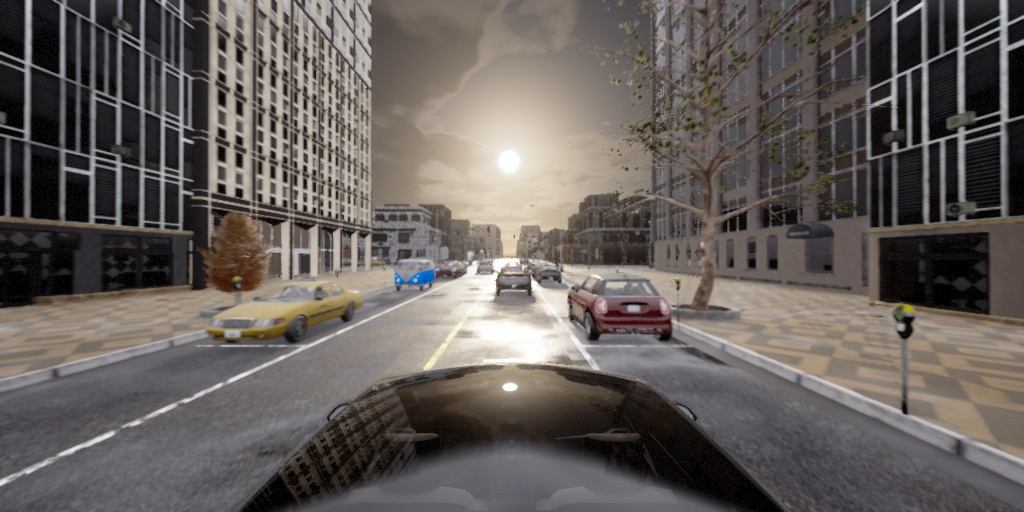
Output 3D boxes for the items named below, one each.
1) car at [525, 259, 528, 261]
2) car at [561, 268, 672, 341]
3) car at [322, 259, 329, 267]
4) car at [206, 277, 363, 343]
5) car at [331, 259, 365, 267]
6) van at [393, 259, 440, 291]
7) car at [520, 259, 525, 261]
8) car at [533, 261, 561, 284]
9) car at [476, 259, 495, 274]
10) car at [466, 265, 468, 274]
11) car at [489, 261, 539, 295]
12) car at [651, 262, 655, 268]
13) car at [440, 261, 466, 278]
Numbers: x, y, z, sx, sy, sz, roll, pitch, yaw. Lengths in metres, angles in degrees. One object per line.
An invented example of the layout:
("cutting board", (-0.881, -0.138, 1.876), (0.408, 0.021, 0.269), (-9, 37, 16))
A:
("car", (2.684, 1.275, 44.020), (2.007, 1.370, 4.403), (0, 0, 0))
("car", (2.689, 1.185, 9.868), (1.967, 1.591, 4.097), (0, 0, 0))
("car", (-30.961, 0.881, 56.503), (5.009, 1.841, 2.192), (0, 0, 1))
("car", (-5.692, 1.271, 9.713), (1.751, 1.417, 4.829), (0, 0, 0))
("car", (-25.424, 1.140, 56.419), (4.403, 1.370, 2.007), (0, 0, 1))
("van", (-5.694, 1.080, 21.268), (1.690, 1.789, 3.998), (0, 0, 0))
("car", (0.093, 1.292, 38.132), (1.994, 1.385, 4.181), (0, 0, 0))
("car", (2.686, 1.285, 26.944), (2.007, 1.370, 4.403), (0, 0, 0))
("car", (-3.014, 1.327, 41.400), (1.895, 1.301, 4.718), (0, 0, 0))
("car", (-5.696, 1.278, 38.344), (2.007, 1.370, 4.403), (0, 0, 0))
("car", (0.095, 1.233, 19.626), (2.128, 1.511, 4.902), (0, 0, 0))
("car", (23.634, 1.396, 55.636), (4.207, 1.307, 1.802), (0, 0, 1))
("car", (-5.695, 1.171, 32.652), (1.967, 1.591, 4.097), (0, 0, 0))
